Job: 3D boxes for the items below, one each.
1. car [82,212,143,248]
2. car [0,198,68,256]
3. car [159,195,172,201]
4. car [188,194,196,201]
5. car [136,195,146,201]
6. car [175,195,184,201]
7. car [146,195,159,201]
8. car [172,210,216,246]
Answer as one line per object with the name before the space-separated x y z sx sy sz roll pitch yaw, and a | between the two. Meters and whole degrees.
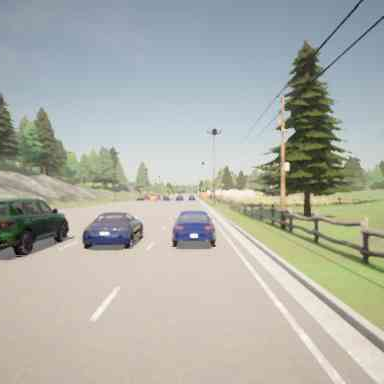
car | -3.416 1.600 15.017 1.994 1.385 4.181 0 0 0
car | -6.918 1.252 13.363 2.150 2.045 5.566 0 0 0
car | -7.016 1.683 90.654 1.882 1.535 5.008 0 0 0
car | -0.016 1.732 91.072 1.812 1.442 4.674 0 0 0
car | -14.016 1.803 91.129 1.895 1.301 4.718 0 0 0
car | -3.516 1.759 91.038 1.994 1.385 4.181 0 0 0
car | -10.516 1.562 91.040 2.097 1.767 4.553 0 0 0
car | 0.079 1.562 15.348 1.812 1.442 4.674 0 0 0
